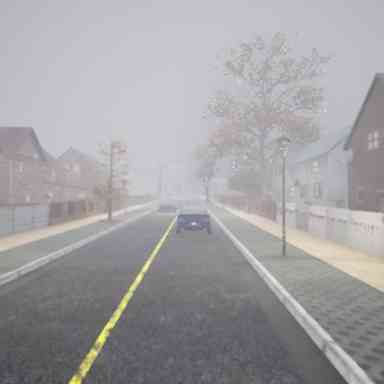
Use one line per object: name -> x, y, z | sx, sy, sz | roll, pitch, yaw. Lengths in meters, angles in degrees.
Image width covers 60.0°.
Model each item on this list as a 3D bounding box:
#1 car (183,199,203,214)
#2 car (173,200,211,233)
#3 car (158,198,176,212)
car -> 0.093, 1.552, 37.252 | 2.033, 1.411, 5.357 | 0, 0, 0
car -> 0.098, 1.481, 19.599 | 1.882, 1.535, 5.008 | 0, 0, 0
car -> -2.771, 1.482, 38.643 | 1.882, 1.535, 5.008 | 0, 0, 0
